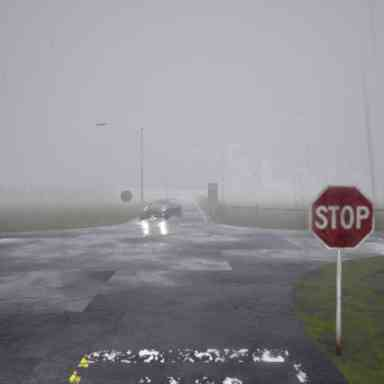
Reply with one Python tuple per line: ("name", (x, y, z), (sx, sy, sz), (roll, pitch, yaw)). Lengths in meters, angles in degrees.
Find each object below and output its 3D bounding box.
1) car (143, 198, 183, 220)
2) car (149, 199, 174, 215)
("car", (-2.397, 1.339, 28.468), (2.097, 1.767, 4.553), (0, 0, 19))
("car", (-3.082, 1.483, 34.405), (2.128, 1.511, 4.902), (0, 0, -1))
